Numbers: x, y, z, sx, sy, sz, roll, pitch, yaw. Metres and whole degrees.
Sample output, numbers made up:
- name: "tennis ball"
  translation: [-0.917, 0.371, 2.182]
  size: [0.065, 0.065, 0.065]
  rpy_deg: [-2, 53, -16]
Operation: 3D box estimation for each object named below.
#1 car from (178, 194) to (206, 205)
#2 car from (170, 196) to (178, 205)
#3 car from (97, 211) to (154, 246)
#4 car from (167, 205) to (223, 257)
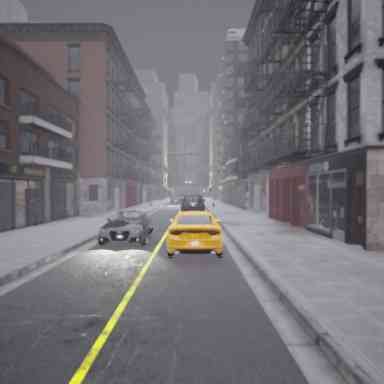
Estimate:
- name: "car"
  translation: [0.098, 1.219, 31.386]
  size: [2.150, 2.045, 5.566]
  rpy_deg: [0, 0, 0]
- name: "car"
  translation: [-2.803, 1.472, 57.702]
  size: [2.128, 1.511, 4.902]
  rpy_deg: [0, 0, 1]
- name: "car"
  translation: [-2.852, 1.563, 15.087]
  size: [1.994, 1.385, 4.181]
  rpy_deg: [0, 0, 0]
- name: "car"
  translation: [0.098, 1.477, 12.974]
  size: [1.882, 1.535, 5.008]
  rpy_deg: [0, 0, 0]
